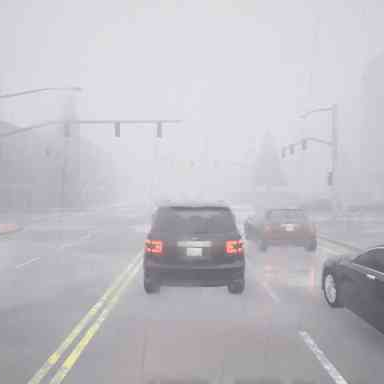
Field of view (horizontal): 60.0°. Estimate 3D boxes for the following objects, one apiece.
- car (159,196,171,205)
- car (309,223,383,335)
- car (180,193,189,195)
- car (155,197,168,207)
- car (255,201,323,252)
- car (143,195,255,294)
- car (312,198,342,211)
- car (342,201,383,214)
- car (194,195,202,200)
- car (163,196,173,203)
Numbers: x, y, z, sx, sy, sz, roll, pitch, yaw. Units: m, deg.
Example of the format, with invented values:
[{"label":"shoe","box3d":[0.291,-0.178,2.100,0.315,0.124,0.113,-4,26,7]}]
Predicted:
[{"label":"car","box3d":[-4.895,1.477,61.293,1.882,1.535,5.008,0,0,-1]},{"label":"car","box3d":[3.607,1.505,5.042,1.837,1.490,4.892,0,0,0]},{"label":"car","box3d":[-1.783,1.496,80.180,1.837,1.490,4.892,0,0,-1]},{"label":"car","box3d":[-4.696,1.526,51.903,1.812,1.442,4.674,0,0,-1]},{"label":"car","box3d":[3.537,1.352,14.123,2.097,1.767,4.553,0,0,0]},{"label":"car","box3d":[0.055,1.221,8.945,2.150,2.045,5.566,0,0,0]},{"label":"car","box3d":[14.441,1.505,37.522,4.892,1.490,1.837,0,0,-2]},{"label":"car","box3d":[18.490,1.601,34.129,4.718,1.301,1.895,0,0,-2]},{"label":"car","box3d":[1.475,1.552,90.326,1.994,1.385,4.181,0,0,-1]},{"label":"car","box3d":[-5.068,1.552,71.174,1.994,1.385,4.181,0,0,-1]}]
